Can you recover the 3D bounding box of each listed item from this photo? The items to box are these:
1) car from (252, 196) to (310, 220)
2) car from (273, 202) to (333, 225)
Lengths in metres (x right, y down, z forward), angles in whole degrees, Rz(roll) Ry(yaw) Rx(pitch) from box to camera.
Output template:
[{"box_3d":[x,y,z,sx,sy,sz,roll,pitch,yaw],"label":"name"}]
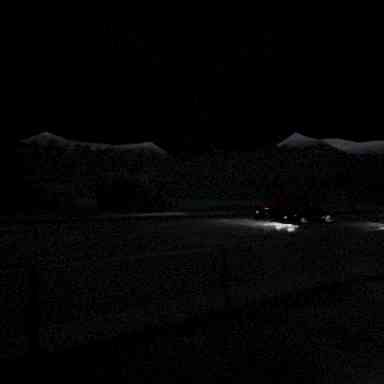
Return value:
[{"box_3d":[7.885,1.326,28.801,5.566,2.045,2.150,0,0,-27],"label":"car"},{"box_3d":[8.602,1.667,25.195,4.181,1.385,1.994,0,0,-27],"label":"car"}]
